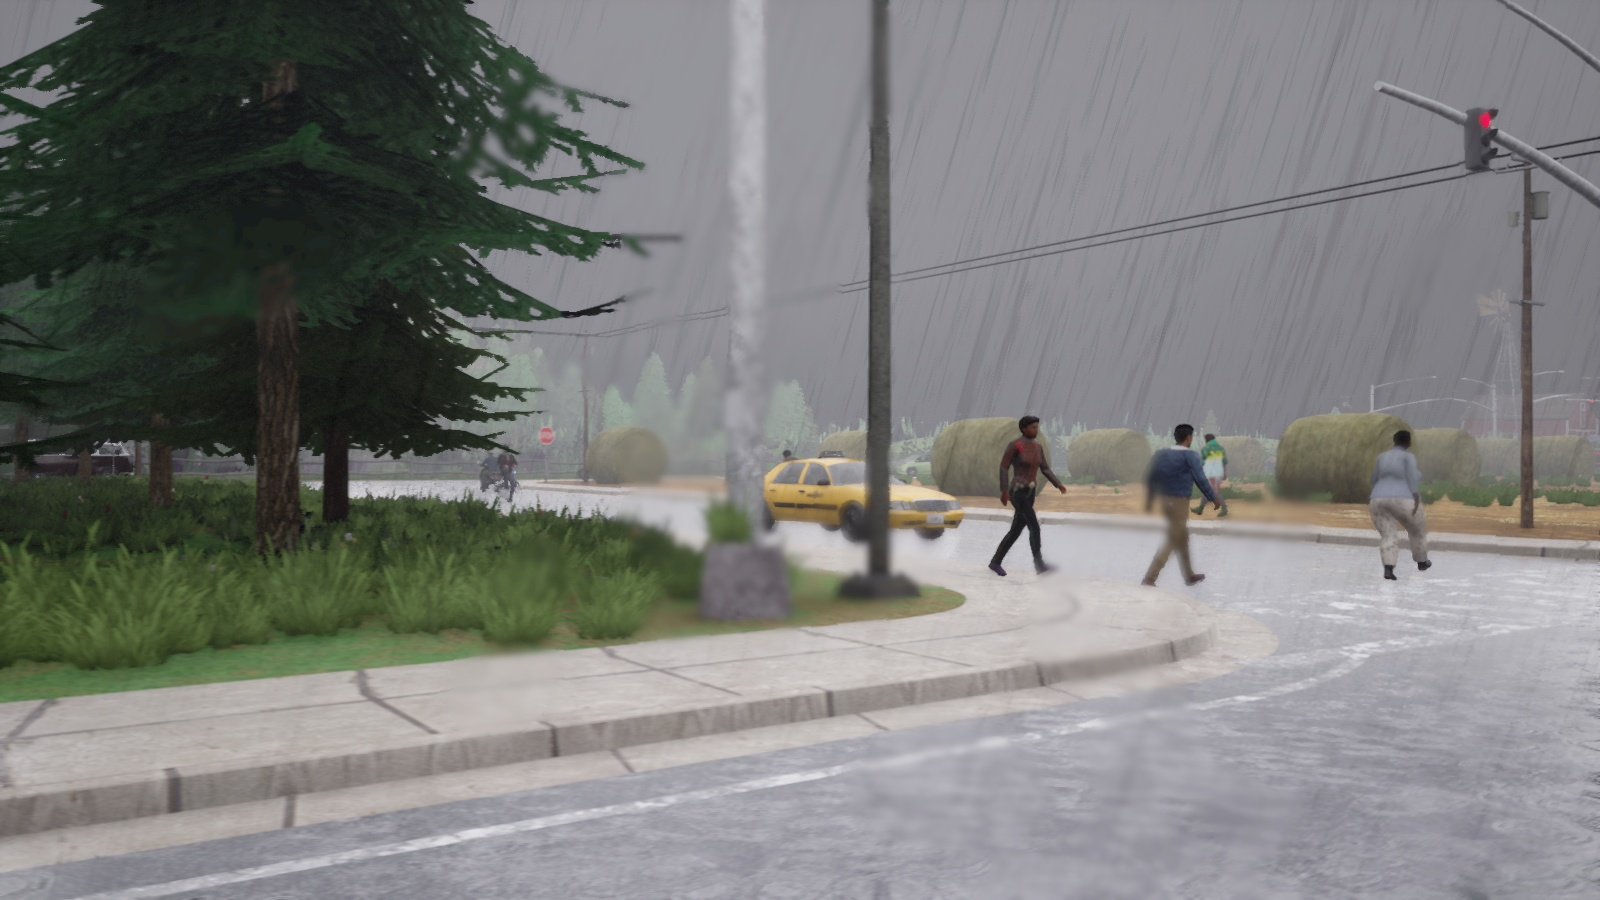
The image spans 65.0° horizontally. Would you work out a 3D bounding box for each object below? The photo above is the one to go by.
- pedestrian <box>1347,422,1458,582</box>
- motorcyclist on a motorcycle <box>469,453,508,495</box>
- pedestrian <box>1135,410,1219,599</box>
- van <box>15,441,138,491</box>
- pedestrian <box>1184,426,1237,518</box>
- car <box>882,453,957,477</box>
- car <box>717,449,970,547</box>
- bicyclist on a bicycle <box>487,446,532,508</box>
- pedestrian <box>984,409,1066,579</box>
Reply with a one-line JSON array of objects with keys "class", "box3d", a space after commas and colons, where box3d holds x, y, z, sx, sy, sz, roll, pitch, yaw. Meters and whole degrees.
[{"class": "pedestrian", "box3d": [7.300, 0.606, 15.232, 0.900, 1.855, 0.874, 0, 0, -34]}, {"class": "motorcyclist on a motorcycle", "box3d": [-11.876, 0.892, 47.892, 0.866, 1.590, 1.817, 0, 0, -34]}, {"class": "pedestrian", "box3d": [3.987, 0.561, 13.281, 0.788, 1.949, 0.423, 0, 0, -29]}, {"class": "van", "box3d": [-31.028, 0.669, 53.948, 4.480, 2.038, 2.069, 0, 0, -30]}, {"class": "pedestrian", "box3d": [8.872, 0.477, 27.157, 0.659, 1.952, 0.873, 0, 0, -37]}, {"class": "car", "box3d": [7.763, 0.941, 81.365, 4.514, 1.525, 2.007, 0, 0, -31]}, {"class": "car", "box3d": [0.620, 0.784, 22.937, 1.801, 1.575, 5.366, 0, 0, -34]}, {"class": "bicyclist on a bicycle", "box3d": [-8.433, 0.769, 36.459, 0.659, 1.776, 1.843, 0, 0, -34]}, {"class": "pedestrian", "box3d": [2.465, 0.469, 13.793, 0.328, 1.805, 0.869, 0, 0, -40]}]
